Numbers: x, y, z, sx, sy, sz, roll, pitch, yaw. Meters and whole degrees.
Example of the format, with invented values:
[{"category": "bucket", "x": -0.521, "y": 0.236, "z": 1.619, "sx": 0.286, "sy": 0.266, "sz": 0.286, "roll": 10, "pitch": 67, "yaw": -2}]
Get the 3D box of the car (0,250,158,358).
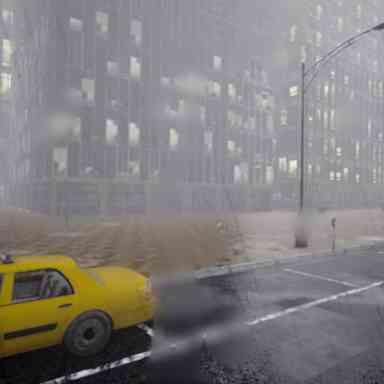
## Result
[{"category": "car", "x": -2.832, "y": 1.528, "z": 4.532, "sx": 4.829, "sy": 1.417, "sz": 1.752, "roll": 1, "pitch": 0, "yaw": -35}]
